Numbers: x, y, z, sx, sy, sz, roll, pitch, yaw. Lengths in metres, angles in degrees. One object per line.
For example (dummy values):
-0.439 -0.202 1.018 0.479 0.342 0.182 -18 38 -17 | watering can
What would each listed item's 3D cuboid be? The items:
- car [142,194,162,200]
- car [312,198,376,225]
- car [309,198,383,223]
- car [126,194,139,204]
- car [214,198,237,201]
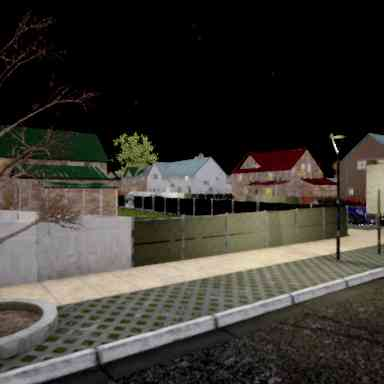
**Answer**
-5.829 1.049 51.315 1.812 1.442 4.674 0 1 -33 | car
10.099 1.221 22.688 2.097 1.767 4.553 0 1 -32 | car
11.772 1.326 25.628 1.882 1.535 5.008 0 1 -34 | car
-8.955 1.007 50.876 2.128 1.511 4.902 0 1 -34 | car
3.375 1.294 32.676 2.033 1.411 5.357 0 1 -34 | car
